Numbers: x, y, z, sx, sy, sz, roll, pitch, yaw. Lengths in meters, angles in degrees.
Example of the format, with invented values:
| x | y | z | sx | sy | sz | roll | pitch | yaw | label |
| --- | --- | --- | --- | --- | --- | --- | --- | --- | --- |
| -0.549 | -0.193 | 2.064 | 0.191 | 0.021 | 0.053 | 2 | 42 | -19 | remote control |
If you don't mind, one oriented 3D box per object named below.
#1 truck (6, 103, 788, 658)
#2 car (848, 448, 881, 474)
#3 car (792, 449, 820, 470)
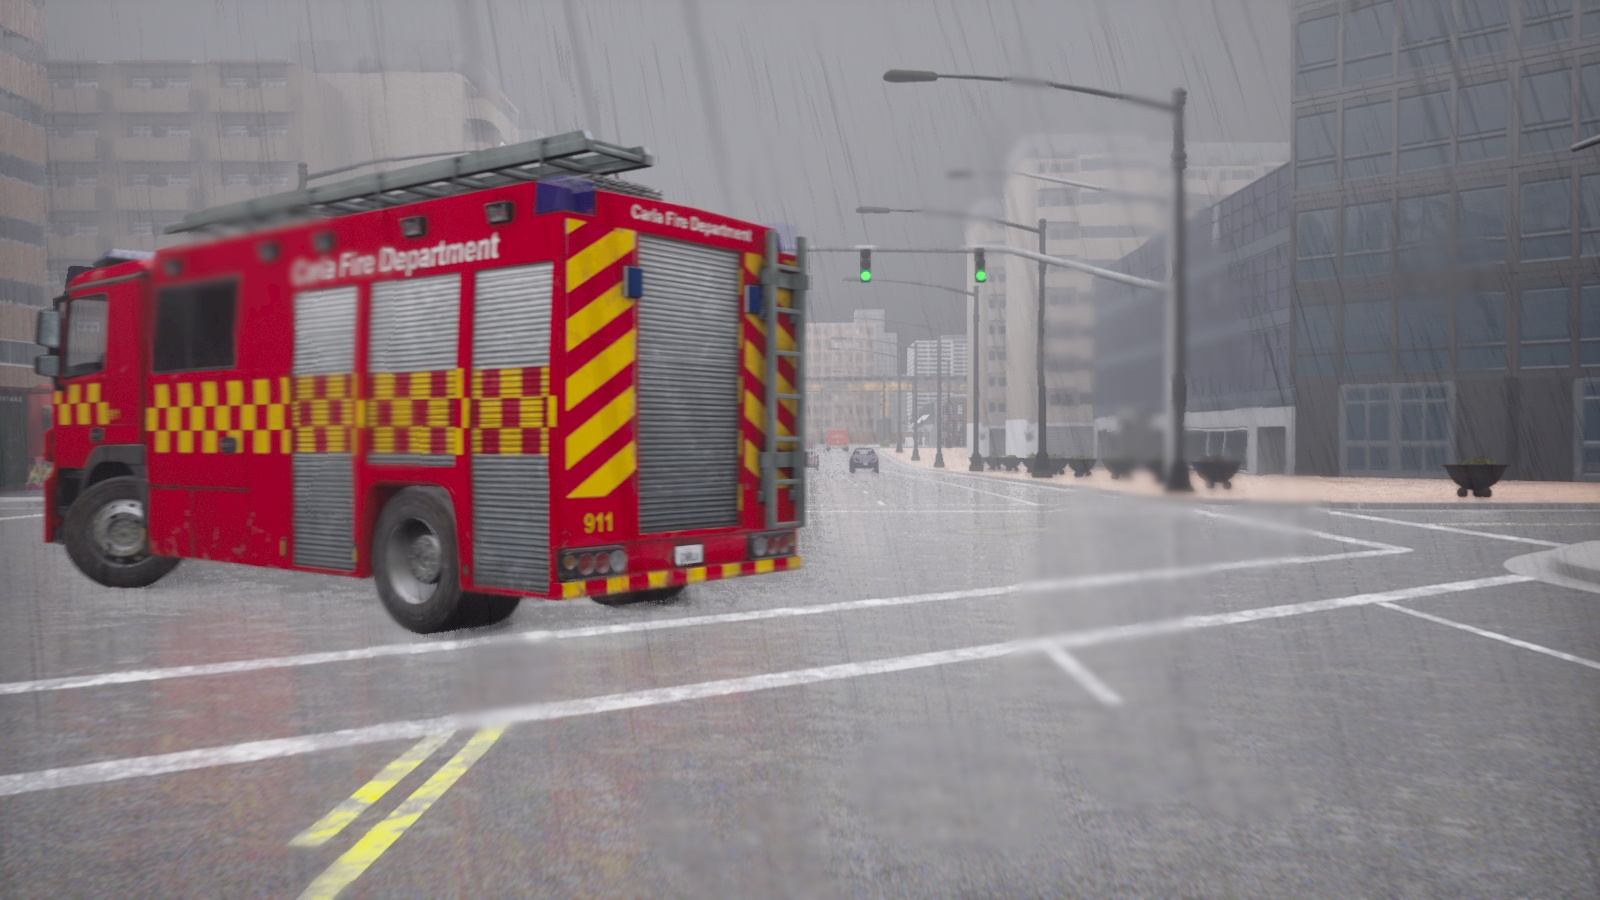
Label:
| x | y | z | sx | sy | sz | roll | pitch | yaw | label |
| --- | --- | --- | --- | --- | --- | --- | --- | --- | --- |
| -4.379 | -0.507 | 12.338 | 8.468 | 3.827 | 2.891 | 0 | 0 | 36 | truck |
| 3.873 | 0.655 | 76.088 | 1.845 | 1.501 | 3.633 | 0 | 0 | 0 | car |
| 0.439 | 0.638 | 90.251 | 1.970 | 1.475 | 3.806 | 0 | 0 | 0 | car |
